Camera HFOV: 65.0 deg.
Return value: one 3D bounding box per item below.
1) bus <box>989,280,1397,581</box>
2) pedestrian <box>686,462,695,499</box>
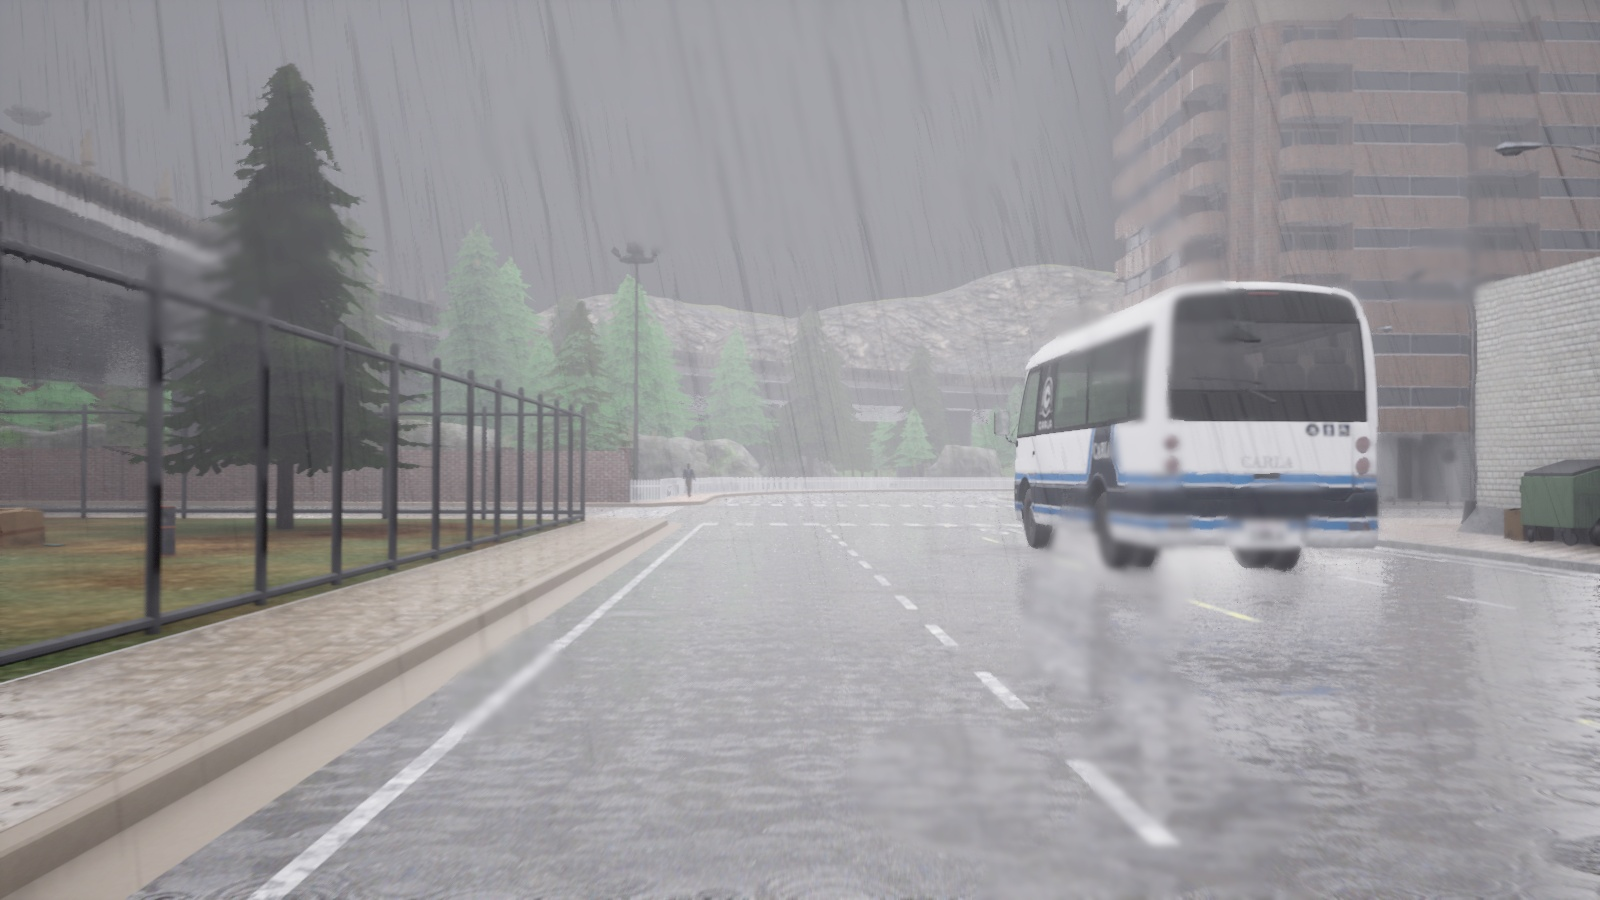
[{"bbox_3d":[6.325,-0.201,22.882,3.944,4.253,10.273,0,-1,-2],"label":"bus"},{"bbox_3d":[-5.714,1.590,65.661,0.423,1.949,0.788,0,-1,-1],"label":"pedestrian"}]
